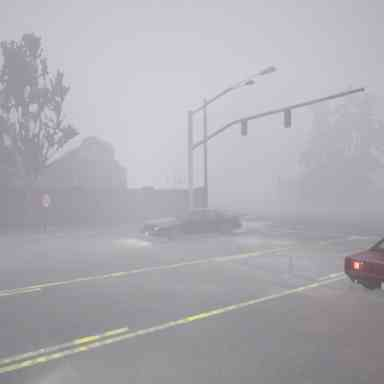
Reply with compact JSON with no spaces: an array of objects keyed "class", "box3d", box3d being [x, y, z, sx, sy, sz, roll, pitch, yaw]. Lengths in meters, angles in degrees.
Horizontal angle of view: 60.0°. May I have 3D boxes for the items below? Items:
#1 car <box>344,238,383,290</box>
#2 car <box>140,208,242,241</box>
[{"class":"car","box3d":[5.708,1.591,7.800,4.718,1.301,1.895,0,0,-35]},{"class":"car","box3d":[0.095,1.539,16.884,5.357,1.411,2.033,0,0,-35]}]
